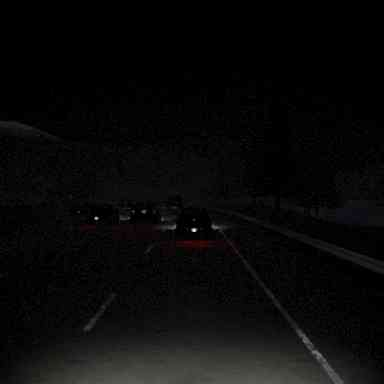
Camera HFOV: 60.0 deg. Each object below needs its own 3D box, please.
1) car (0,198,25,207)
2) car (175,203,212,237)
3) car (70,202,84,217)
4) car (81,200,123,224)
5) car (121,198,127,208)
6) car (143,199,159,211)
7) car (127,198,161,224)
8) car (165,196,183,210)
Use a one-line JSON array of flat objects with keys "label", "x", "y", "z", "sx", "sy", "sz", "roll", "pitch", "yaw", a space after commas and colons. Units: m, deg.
[{"label": "car", "x": -22.925, "y": 1.619, "z": 42.286, "sx": 2.097, "sy": 1.767, "sz": 4.553, "roll": 0, "pitch": 0, "yaw": -9}, {"label": "car", "x": 0.088, "y": 1.625, "z": 18.745, "sx": 1.837, "sy": 1.490, "sz": 4.892, "roll": 0, "pitch": 0, "yaw": 0}, {"label": "car", "x": -11.137, "y": 1.743, "z": 34.359, "sx": 1.812, "sy": 1.442, "sz": 4.674, "roll": 0, "pitch": 0, "yaw": -5}, {"label": "car", "x": -7.115, "y": 1.676, "z": 26.832, "sx": 1.837, "sy": 1.490, "sz": 4.892, "roll": 0, "pitch": 0, "yaw": -2}, {"label": "car", "x": -9.897, "y": 1.668, "z": 50.062, "sx": 2.097, "sy": 1.767, "sz": 4.553, "roll": 0, "pitch": 0, "yaw": -11}, {"label": "car", "x": -5.928, "y": 1.795, "z": 47.797, "sx": 2.128, "sy": 1.511, "sz": 4.902, "roll": 0, "pitch": 0, "yaw": -10}, {"label": "car", "x": -3.630, "y": 1.520, "z": 26.643, "sx": 2.097, "sy": 1.767, "sz": 4.553, "roll": 0, "pitch": 0, "yaw": -2}, {"label": "car", "x": -2.707, "y": 1.540, "z": 50.010, "sx": 2.150, "sy": 2.045, "sz": 5.566, "roll": 0, "pitch": 0, "yaw": -11}]
